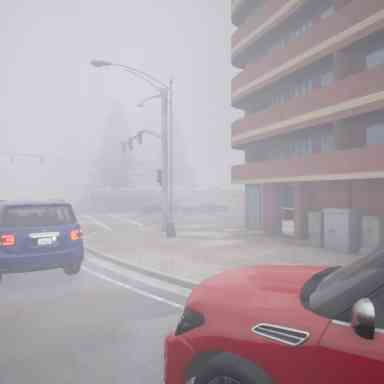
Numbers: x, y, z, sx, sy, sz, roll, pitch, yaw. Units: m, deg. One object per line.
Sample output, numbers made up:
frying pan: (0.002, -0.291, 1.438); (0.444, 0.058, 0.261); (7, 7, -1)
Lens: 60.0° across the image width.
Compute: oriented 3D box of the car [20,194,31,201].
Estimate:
car: (-40.464, 1.355, 81.017); (2.097, 1.767, 4.553); (0, 0, -23)

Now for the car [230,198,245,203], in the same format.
car: (5.172, 1.533, 39.723); (5.008, 1.535, 1.882); (0, 0, -23)

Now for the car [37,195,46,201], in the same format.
car: (-37.290, 1.478, 82.497); (1.882, 1.535, 5.008); (0, 0, -23)

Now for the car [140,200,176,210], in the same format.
car: (-3.352, 1.581, 36.150); (4.674, 1.442, 1.812); (0, 0, -23)

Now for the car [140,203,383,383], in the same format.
car: (2.364, 1.221, 2.441); (5.566, 2.045, 2.150); (0, 0, 36)

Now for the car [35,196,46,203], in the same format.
car: (-33.261, 1.540, 73.024); (2.033, 1.411, 5.357); (0, 0, -23)

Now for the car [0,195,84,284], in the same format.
car: (-4.941, 1.221, 9.792); (2.150, 2.045, 5.566); (0, 0, -36)

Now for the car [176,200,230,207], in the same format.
car: (1.105, 1.656, 34.237); (4.718, 1.301, 1.895); (0, 0, -23)
